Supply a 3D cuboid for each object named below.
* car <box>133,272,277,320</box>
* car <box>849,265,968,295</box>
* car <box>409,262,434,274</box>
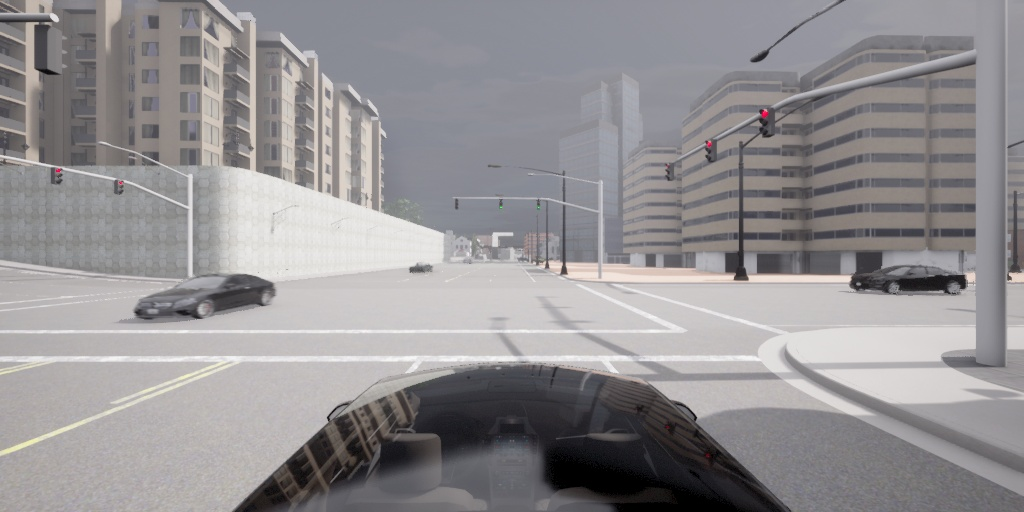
[{"bbox_3d":[-10.478,1.329,12.783,1.812,1.442,4.674,0,1,0],"label":"car"},{"bbox_3d":[20.975,1.227,19.111,5.008,1.535,1.882,0,0,0],"label":"car"},{"bbox_3d":[-10.471,1.370,41.451,1.895,1.301,4.718,0,0,0],"label":"car"}]
